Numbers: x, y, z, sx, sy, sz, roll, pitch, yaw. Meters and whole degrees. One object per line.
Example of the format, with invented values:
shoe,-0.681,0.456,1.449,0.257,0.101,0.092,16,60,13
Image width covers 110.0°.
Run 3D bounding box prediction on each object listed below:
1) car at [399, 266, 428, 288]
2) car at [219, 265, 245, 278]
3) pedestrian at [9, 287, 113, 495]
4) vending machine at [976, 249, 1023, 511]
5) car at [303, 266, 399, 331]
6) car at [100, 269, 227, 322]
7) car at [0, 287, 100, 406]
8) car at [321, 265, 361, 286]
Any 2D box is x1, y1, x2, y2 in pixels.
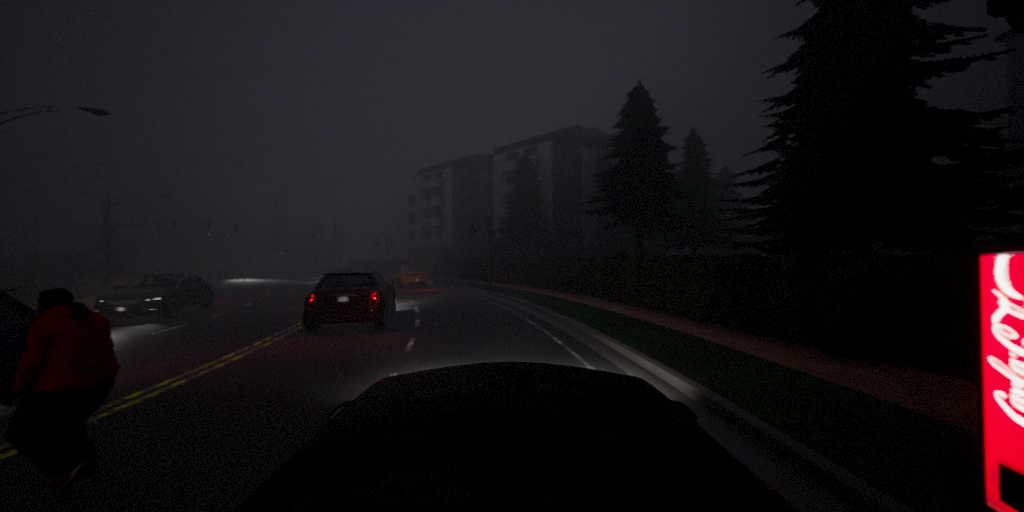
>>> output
car,-7.876,1.518,26.820,1.882,1.535,5.008,0,-1,-32
car,-32.291,1.794,41.163,4.902,1.511,2.128,-1,-1,39
pedestrian,-3.903,1.076,3.123,0.375,1.860,0.375,0,-1,-4
vending machine,3.929,0.932,2.166,1.100,2.100,0.880,0,0,-2
car,-5.085,1.227,11.802,2.097,1.767,4.553,0,-1,-13
car,-12.989,1.418,13.395,2.128,1.511,4.902,0,-1,-21
car,-7.361,1.151,3.288,2.097,1.767,4.553,0,-1,-6
car,-14.338,1.577,29.828,1.882,1.535,5.008,0,-1,-39
